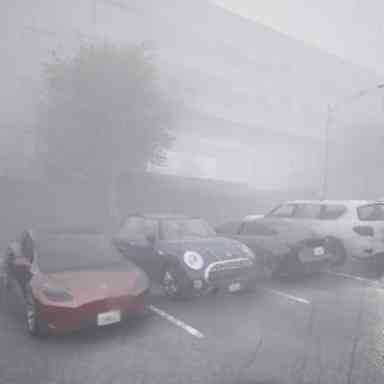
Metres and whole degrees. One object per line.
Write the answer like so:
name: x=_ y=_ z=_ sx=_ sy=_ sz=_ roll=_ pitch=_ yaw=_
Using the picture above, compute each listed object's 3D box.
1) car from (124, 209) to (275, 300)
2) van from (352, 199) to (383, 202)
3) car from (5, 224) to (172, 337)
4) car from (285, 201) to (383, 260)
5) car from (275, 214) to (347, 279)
car: x=-0.411 y=1.377 z=8.711 sx=2.185 sy=1.767 sz=4.553 roll=0 pitch=0 yaw=-35
van: x=10.913 y=1.345 z=16.890 sx=1.878 sy=1.987 sz=4.442 roll=0 pitch=0 yaw=-35
car: x=-2.652 y=1.519 z=7.037 sx=2.163 sy=1.488 sz=4.792 roll=0 pitch=0 yaw=-35
car: x=6.449 y=1.418 z=13.526 sx=2.185 sy=1.767 sz=4.553 roll=0 pitch=0 yaw=-35
car: x=1.864 y=1.546 z=10.331 sx=2.163 sy=1.488 sz=4.792 roll=0 pitch=0 yaw=-35
